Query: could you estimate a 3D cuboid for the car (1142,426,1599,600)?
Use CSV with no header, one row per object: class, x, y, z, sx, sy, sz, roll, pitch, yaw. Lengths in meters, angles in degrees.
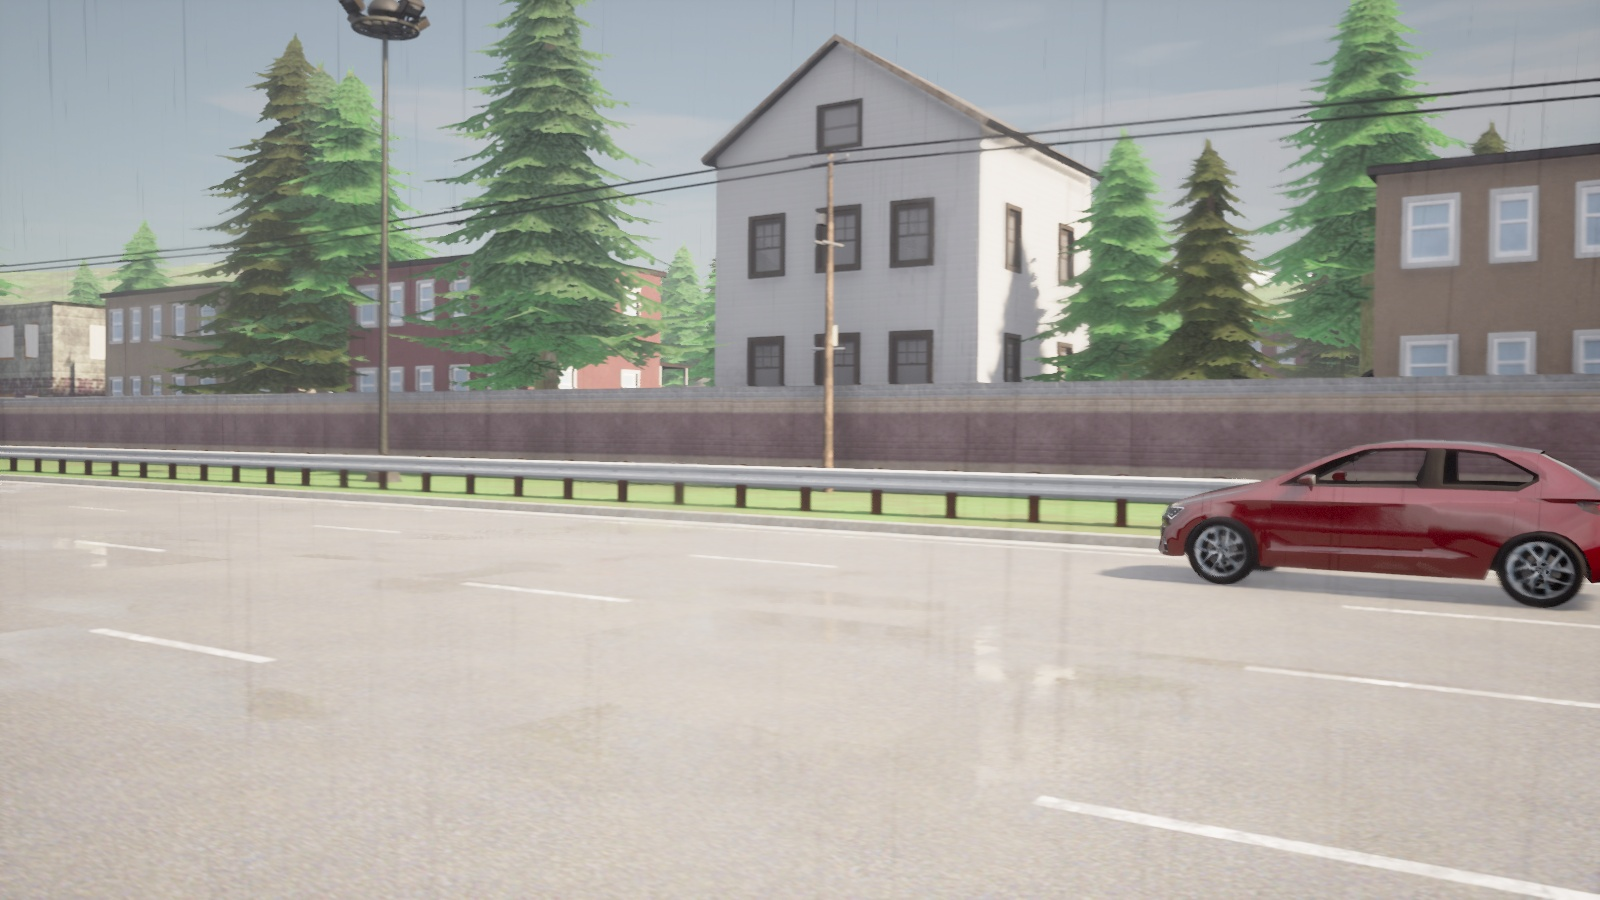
car,5.741,0.524,12.415,4.193,1.474,1.816,0,1,34
